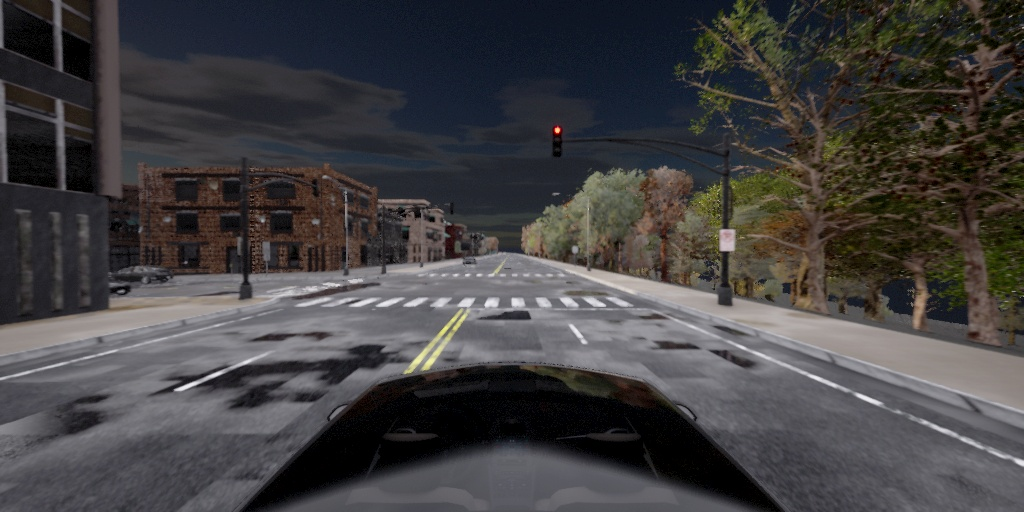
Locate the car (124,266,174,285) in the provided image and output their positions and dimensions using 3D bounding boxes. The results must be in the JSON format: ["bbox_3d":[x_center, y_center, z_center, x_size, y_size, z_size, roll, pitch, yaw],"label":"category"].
[{"bbox_3d":[-28.323,1.415,27.243,4.403,1.370,2.007,0,0,-1],"label":"car"}]

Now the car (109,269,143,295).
[{"bbox_3d":[-22.615,1.516,18.722,4.313,1.339,1.948,0,0,-1],"label":"car"}]

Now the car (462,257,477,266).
[{"bbox_3d":[-6.572,0.772,55.980,1.994,1.385,4.181,0,1,0],"label":"car"}]
